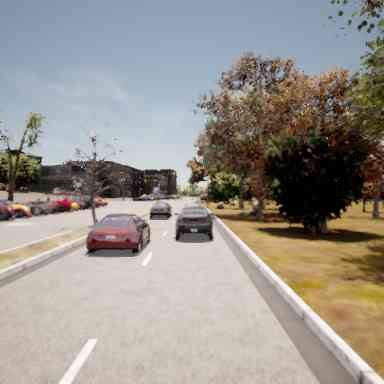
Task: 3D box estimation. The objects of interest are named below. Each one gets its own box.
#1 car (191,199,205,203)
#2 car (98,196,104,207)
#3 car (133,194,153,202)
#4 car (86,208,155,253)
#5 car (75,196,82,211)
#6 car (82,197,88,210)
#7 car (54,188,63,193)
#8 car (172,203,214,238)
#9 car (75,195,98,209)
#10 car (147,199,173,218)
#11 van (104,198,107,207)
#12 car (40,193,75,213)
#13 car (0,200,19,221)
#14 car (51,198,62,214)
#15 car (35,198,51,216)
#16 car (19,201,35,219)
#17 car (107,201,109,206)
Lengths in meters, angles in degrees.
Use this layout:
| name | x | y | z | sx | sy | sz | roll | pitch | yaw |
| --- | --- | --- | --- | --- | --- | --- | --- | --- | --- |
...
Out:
| name | x | y | z | sx | sy | sz | roll | pitch | yaw |
| --- | --- | --- | --- | --- | --- | --- | --- | --- | --- |
| car | 0.116 | 1.754 | 35.310 | 1.895 | 1.301 | 4.718 | 0 | 0 | 0 |
| car | -16.700 | 1.532 | 50.669 | 5.566 | 2.045 | 2.435 | -1 | -1 | -20 |
| car | -14.417 | 1.947 | 94.487 | 4.792 | 1.488 | 2.163 | -1 | 0 | -15 |
| car | -2.894 | 1.587 | 13.840 | 1.994 | 1.385 | 4.181 | 0 | 0 | 0 |
| car | -16.945 | 1.700 | 41.567 | 5.366 | 1.575 | 1.946 | -1 | 0 | -20 |
| car | -16.754 | 1.769 | 44.634 | 4.674 | 1.452 | 2.002 | -1 | 0 | -20 |
| car | -34.134 | 0.097 | 85.433 | 2.435 | 2.045 | 5.566 | 6 | -3 | -19 |
| car | 0.108 | 1.543 | 17.789 | 1.837 | 1.490 | 4.892 | 0 | 0 | 0 |
| car | -16.774 | 1.505 | 47.633 | 5.566 | 2.045 | 2.435 | -1 | 0 | -20 |
| car | -2.886 | 1.670 | 31.571 | 2.033 | 1.411 | 5.357 | 0 | 0 | 0 |
| van | -16.584 | 1.584 | 53.705 | 4.442 | 1.987 | 1.878 | -1 | -1 | -19 |
| car | -16.806 | 1.424 | 38.620 | 5.566 | 2.045 | 2.435 | -1 | 0 | -20 |
| car | -16.762 | 1.452 | 26.635 | 4.553 | 1.767 | 2.185 | -1 | 0 | -20 |
| car | -16.807 | 1.678 | 35.614 | 4.792 | 1.488 | 2.163 | -1 | 0 | -20 |
| car | -16.792 | 1.625 | 32.630 | 4.892 | 1.521 | 2.231 | -1 | -1 | -20 |
| car | -16.821 | 1.475 | 29.621 | 4.553 | 1.767 | 2.185 | -1 | -1 | -20 |
| car | -16.608 | 1.713 | 56.682 | 4.553 | 1.767 | 2.185 | -1 | 0 | -19 |
